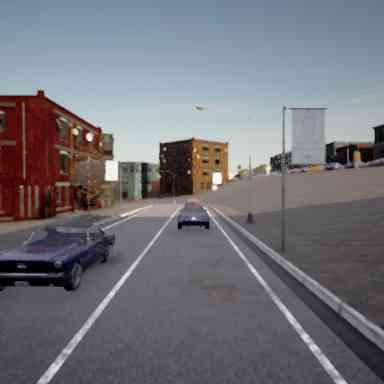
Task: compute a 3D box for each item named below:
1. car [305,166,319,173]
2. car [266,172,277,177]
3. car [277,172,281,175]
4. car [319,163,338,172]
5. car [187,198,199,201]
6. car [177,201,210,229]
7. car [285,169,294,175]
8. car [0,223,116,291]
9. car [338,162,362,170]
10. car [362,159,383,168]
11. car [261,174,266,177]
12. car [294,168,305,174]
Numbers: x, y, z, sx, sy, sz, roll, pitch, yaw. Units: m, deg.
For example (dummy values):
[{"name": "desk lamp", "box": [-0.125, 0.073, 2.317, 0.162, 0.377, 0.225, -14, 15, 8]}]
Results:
[{"name": "car", "box": [22.433, -3.870, 58.633, 2.097, 1.535, 5.008, 0, 1, -4]}, {"name": "car", "box": [21.475, -4.450, 86.165, 2.185, 1.767, 4.553, 0, 1, -1]}, {"name": "car", "box": [21.715, -4.175, 75.228, 2.231, 1.521, 4.892, 0, 1, -1]}, {"name": "car", "box": [22.903, -3.884, 53.127, 2.185, 1.767, 4.553, 0, 1, -5]}, {"name": "car", "box": [0.091, 1.457, 39.875, 1.812, 1.442, 4.674, 0, 0, 0]}, {"name": "car", "box": [0.095, 1.521, 21.511, 1.994, 1.385, 4.181, 0, 0, 0]}, {"name": "car", "box": [21.845, -4.087, 69.711, 2.231, 1.521, 4.892, 0, 1, -1]}, {"name": "car", "box": [-3.503, 1.582, 9.055, 1.895, 1.301, 4.718, 0, 0, 0]}, {"name": "car", "box": [23.524, -3.615, 47.437, 2.163, 1.488, 4.792, 0, 1, -6]}, {"name": "car", "box": [24.227, -3.494, 41.963, 2.002, 1.452, 4.674, 0, 1, -7]}, {"name": "car", "box": [21.354, -4.358, 91.658, 2.002, 1.452, 4.674, 0, 1, -1]}, {"name": "car", "box": [22.080, -3.941, 64.169, 2.002, 1.452, 4.674, 0, 1, -3]}]
